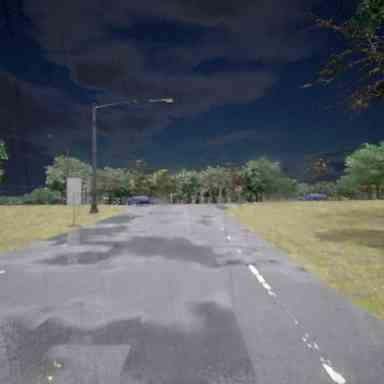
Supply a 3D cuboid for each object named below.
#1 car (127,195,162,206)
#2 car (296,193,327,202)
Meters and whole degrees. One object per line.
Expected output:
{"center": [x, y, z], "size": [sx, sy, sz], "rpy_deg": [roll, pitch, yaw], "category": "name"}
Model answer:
{"center": [-6.365, 1.159, 45.007], "size": [4.674, 1.442, 1.812], "rpy_deg": [1, -1, 0], "category": "car"}
{"center": [18.825, 0.917, 52.355], "size": [4.674, 1.442, 1.812], "rpy_deg": [-2, -3, -1], "category": "car"}
